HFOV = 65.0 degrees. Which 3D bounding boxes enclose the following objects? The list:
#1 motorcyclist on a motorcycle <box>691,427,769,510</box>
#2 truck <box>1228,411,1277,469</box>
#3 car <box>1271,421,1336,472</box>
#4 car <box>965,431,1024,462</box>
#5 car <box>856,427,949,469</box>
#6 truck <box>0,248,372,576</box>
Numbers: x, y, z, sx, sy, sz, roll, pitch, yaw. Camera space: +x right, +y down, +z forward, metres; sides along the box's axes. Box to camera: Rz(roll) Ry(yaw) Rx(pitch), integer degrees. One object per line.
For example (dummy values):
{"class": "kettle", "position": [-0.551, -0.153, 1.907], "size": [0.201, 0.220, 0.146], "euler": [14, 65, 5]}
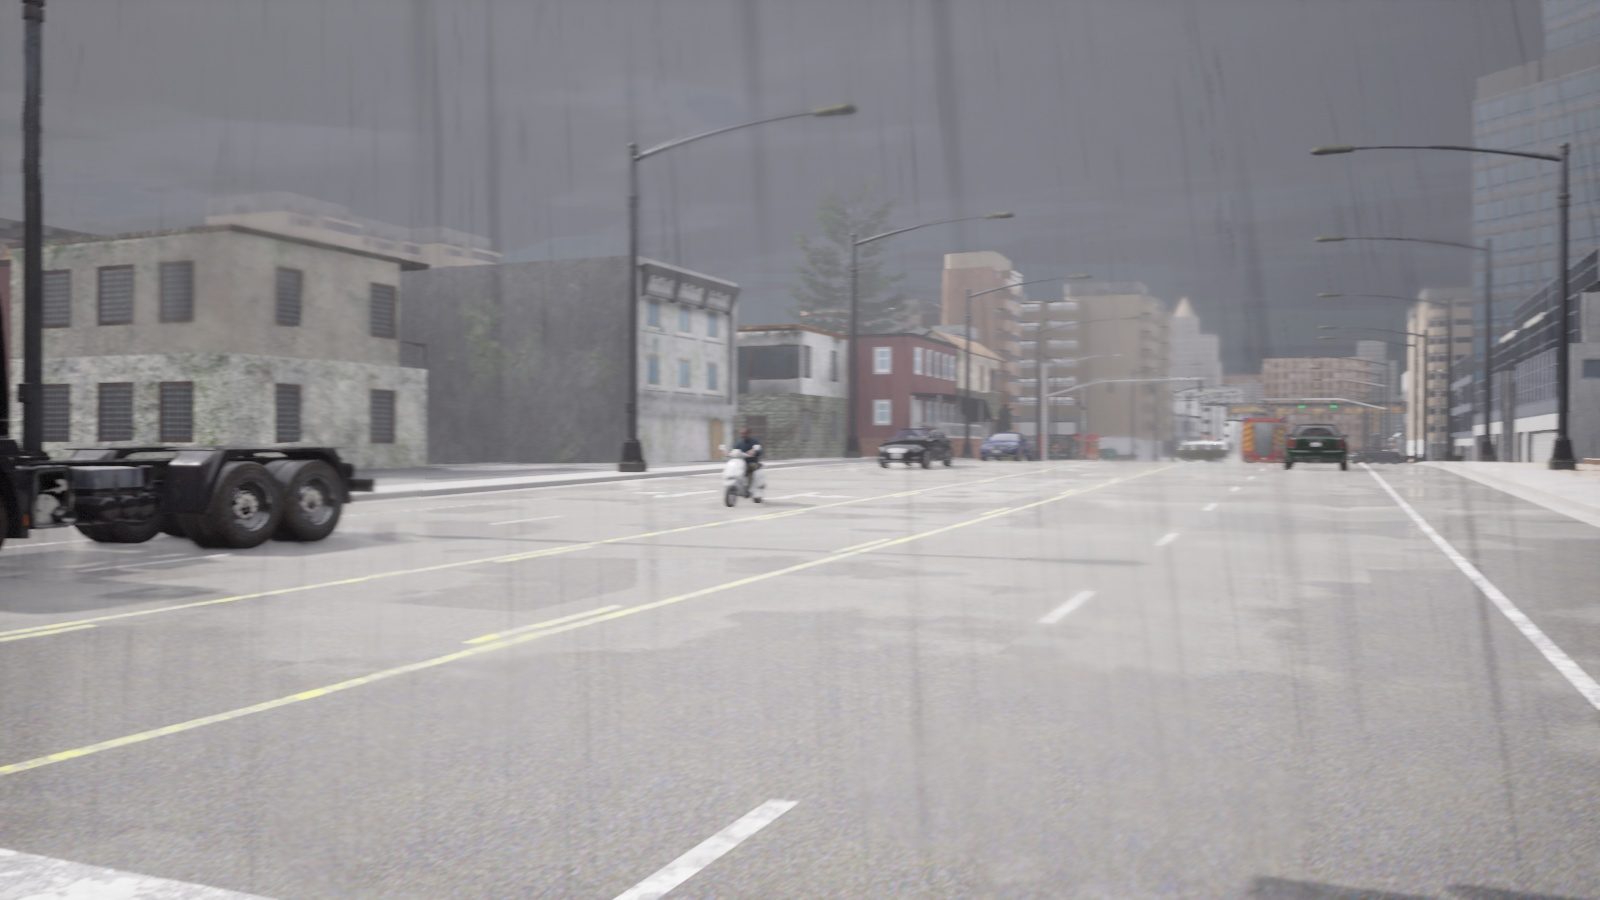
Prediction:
{"class": "motorcyclist on a motorcycle", "position": [-1.383, 0.332, 25.181], "size": [0.866, 1.590, 1.817], "euler": [0, 1, 22]}
{"class": "truck", "position": [31.985, -0.625, 88.523], "size": [2.891, 3.827, 8.468], "euler": [0, -1, 22]}
{"class": "car", "position": [18.390, -0.175, 45.880], "size": [2.097, 1.767, 4.553], "euler": [0, 1, 22]}
{"class": "car", "position": [9.532, -0.164, 61.246], "size": [1.812, 1.442, 4.674], "euler": [0, 0, 22]}
{"class": "car", "position": [3.956, -0.112, 47.559], "size": [2.128, 1.511, 4.902], "euler": [0, 1, 22]}
{"class": "truck", "position": [-9.153, -0.434, 15.370], "size": [2.891, 3.462, 7.936], "euler": [0, 1, 22]}
